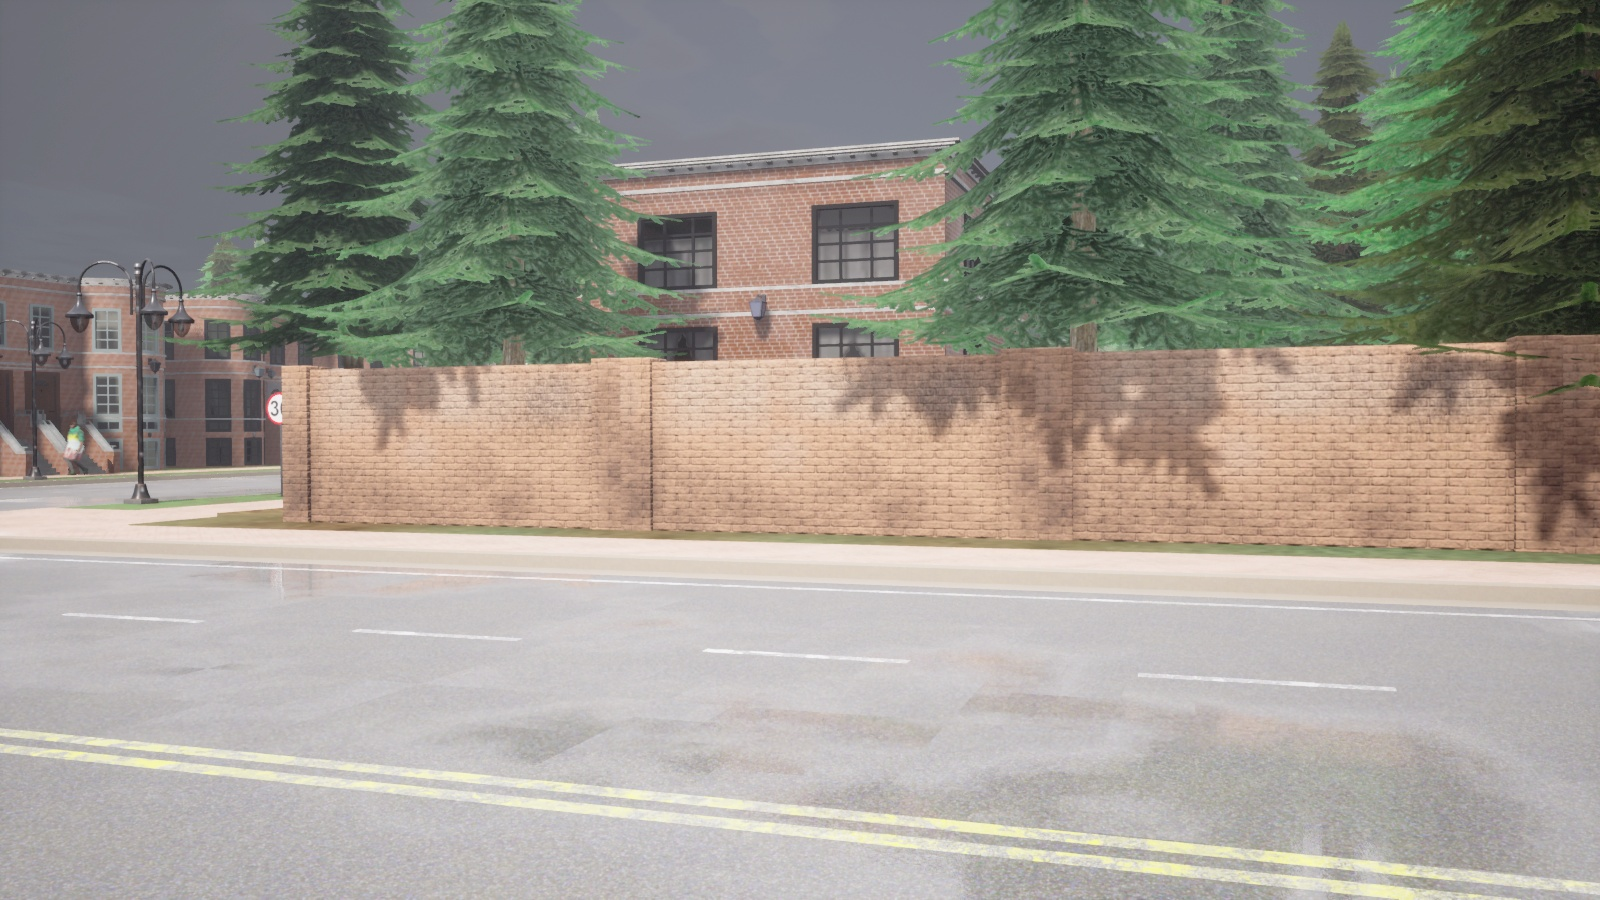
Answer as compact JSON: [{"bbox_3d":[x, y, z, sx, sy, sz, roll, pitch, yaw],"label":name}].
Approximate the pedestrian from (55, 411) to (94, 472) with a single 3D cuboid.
[{"bbox_3d":[-23.465,-0.284,40.636,0.659,1.952,0.873,1,1,20],"label":"pedestrian"}]
